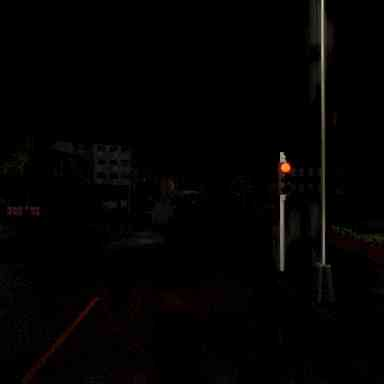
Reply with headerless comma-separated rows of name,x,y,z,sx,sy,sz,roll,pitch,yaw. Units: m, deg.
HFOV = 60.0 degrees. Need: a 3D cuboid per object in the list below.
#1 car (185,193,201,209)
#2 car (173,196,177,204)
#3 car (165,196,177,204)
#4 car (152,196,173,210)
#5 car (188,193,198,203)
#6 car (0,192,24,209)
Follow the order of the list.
car,0.167,1.352,45.776,2.097,1.767,4.553,0,0,0
car,-4.019,1.491,52.987,2.128,1.511,4.902,0,0,0
car,-3.966,1.477,63.162,1.882,1.535,5.008,0,0,0
car,-4.040,1.491,43.023,2.128,1.511,4.902,0,0,0
car,0.197,1.222,68.973,2.150,2.045,5.566,0,0,0
car,-19.709,0.985,34.940,1.905,1.878,3.866,0,0,35
